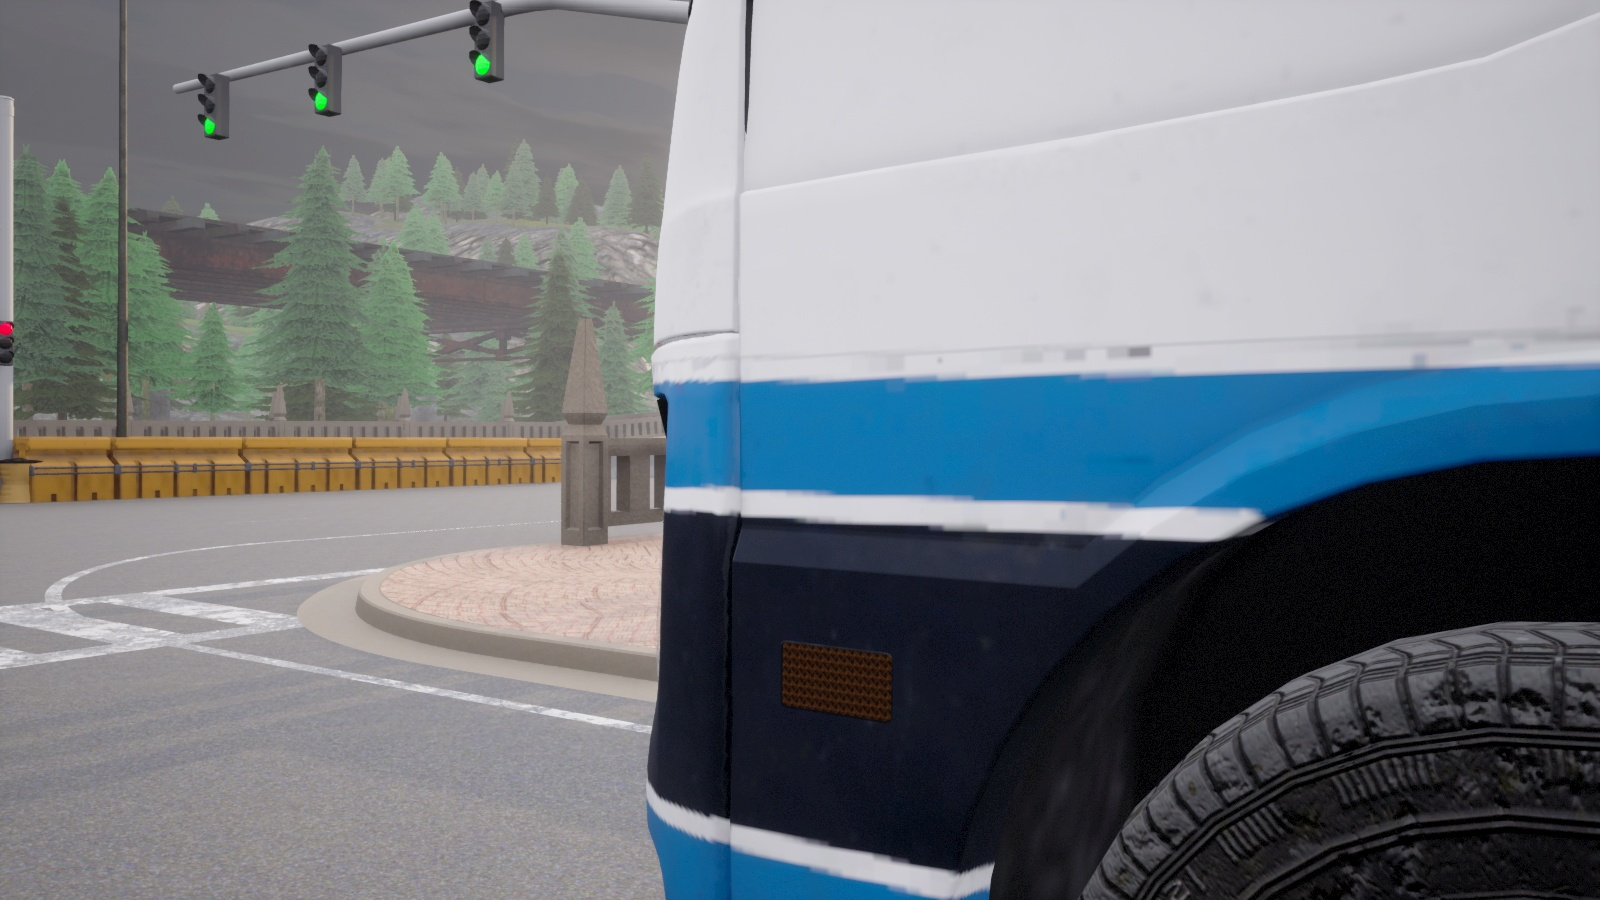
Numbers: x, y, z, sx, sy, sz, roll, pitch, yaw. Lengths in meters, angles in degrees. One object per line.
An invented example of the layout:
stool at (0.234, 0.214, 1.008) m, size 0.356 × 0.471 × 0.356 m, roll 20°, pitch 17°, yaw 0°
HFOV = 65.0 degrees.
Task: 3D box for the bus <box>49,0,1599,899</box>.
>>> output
bus at (4.151, -0.694, 0.838) m, size 10.273 × 4.253 × 3.944 m, roll 0°, pitch 1°, yaw 34°
